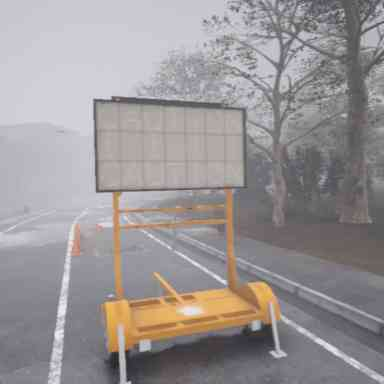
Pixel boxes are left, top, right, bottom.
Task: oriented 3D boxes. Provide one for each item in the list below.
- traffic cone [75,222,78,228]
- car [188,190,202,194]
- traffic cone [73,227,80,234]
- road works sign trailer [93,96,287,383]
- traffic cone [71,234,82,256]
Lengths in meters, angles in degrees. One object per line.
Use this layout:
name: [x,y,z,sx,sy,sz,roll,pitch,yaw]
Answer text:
traffic cone: [-5.292,1.827,15.216,0.340,0.580,0.340,-2,1,-19]
car: [0.545,-0.299,77.479,1.994,1.385,4.181,-1,2,39]
traffic cone: [-4.634,1.841,13.327,0.340,0.580,0.340,-2,1,-19]
road works sign trailer: [-0.304,0.376,5.293,2.380,3.560,2.880,-2,1,-19]
traffic cone: [-3.976,1.856,11.438,0.340,0.580,0.340,-2,1,-19]
